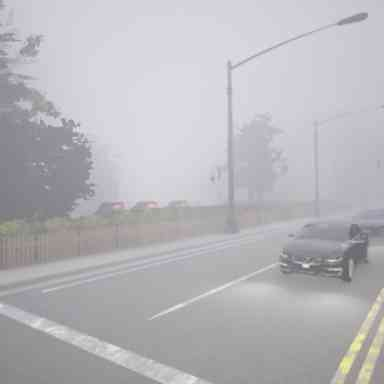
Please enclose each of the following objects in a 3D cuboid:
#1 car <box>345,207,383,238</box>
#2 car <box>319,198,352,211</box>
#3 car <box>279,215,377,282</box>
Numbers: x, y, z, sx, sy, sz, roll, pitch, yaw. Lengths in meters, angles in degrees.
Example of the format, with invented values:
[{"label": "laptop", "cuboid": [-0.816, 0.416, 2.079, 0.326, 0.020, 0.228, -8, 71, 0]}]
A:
[{"label": "car", "cuboid": [10.228, 1.733, 18.571, 1.882, 1.535, 5.008, -2, -1, 36]}, {"label": "car", "cuboid": [23.491, 2.051, 55.365, 5.566, 2.045, 2.150, -1, -1, 37]}, {"label": "car", "cuboid": [4.353, 1.671, 10.529, 1.837, 1.490, 4.892, -2, -1, 36]}]
